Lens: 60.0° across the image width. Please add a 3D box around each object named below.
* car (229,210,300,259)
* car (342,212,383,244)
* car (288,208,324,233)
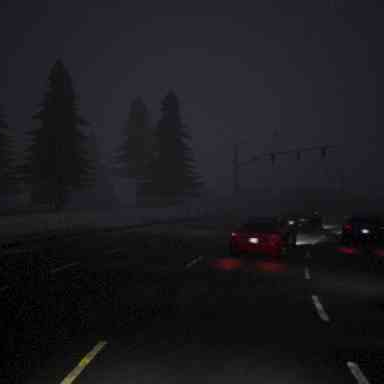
[{"bbox_3d":[2.915,1.638,13.207,1.994,1.385,4.181,0,0,24],"label":"car"},{"bbox_3d":[8.414,1.682,16.074,1.994,1.385,4.181,0,0,29],"label":"car"},{"bbox_3d":[6.743,1.692,20.687,1.994,1.385,4.181,0,0,34],"label":"car"}]
